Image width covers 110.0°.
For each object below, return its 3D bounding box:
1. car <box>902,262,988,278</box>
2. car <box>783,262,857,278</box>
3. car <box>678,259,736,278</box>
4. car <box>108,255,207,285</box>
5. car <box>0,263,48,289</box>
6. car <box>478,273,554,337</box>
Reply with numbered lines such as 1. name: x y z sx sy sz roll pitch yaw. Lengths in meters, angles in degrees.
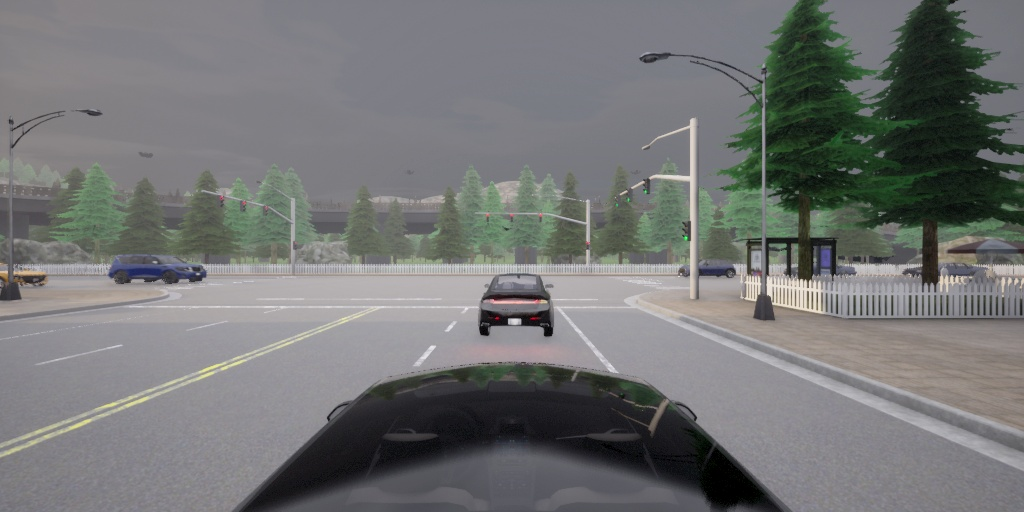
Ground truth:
1. car: 38.059 1.252 31.523 5.357 1.411 2.033 0 0 10
2. car: 27.668 1.252 32.269 5.357 1.411 2.033 0 0 1
3. car: 17.511 1.057 32.360 4.553 1.767 2.097 0 0 0
4. car: -24.949 0.924 25.331 5.566 2.045 2.150 0 0 0
5. car: -31.507 1.178 21.825 5.008 1.535 1.882 0 0 0
6. car: 0.179 1.244 10.364 2.128 1.511 4.902 0 0 3
